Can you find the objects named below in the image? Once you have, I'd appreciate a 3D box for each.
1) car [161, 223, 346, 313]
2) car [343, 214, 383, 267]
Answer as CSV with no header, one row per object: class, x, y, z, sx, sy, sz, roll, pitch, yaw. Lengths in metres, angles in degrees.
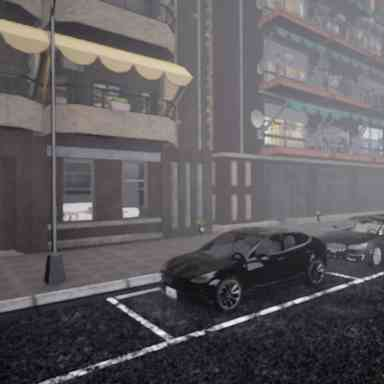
car,1.365,1.510,7.597,4.313,1.339,1.947,-1,0,-36
car,5.841,1.439,10.858,4.403,1.369,2.008,-1,0,-36
